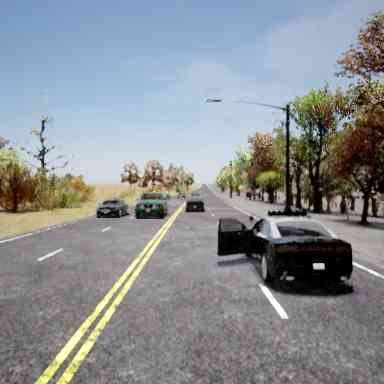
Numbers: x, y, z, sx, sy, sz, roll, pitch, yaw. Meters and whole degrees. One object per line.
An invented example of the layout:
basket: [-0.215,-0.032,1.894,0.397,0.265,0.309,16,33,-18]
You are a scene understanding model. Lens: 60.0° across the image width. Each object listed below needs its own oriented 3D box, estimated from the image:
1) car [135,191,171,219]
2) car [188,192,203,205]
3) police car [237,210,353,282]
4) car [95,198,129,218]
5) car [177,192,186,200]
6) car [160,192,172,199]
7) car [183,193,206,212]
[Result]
car: [-3.185,0.981,27.043,2.150,2.045,5.566,0,1,0]
car: [0.568,0.909,48.207,2.097,1.767,4.553,0,1,2]
police car: [2.694,1.342,9.620,1.930,1.638,5.238,0,0,0]
car: [-6.430,1.263,27.237,1.837,1.490,4.892,0,1,1]
car: [-2.119,0.750,69.490,1.837,1.490,4.892,0,1,2]
car: [-5.396,0.778,68.712,1.895,1.301,4.718,0,1,2]
car: [0.338,1.192,34.688,1.837,1.490,4.892,0,0,1]
